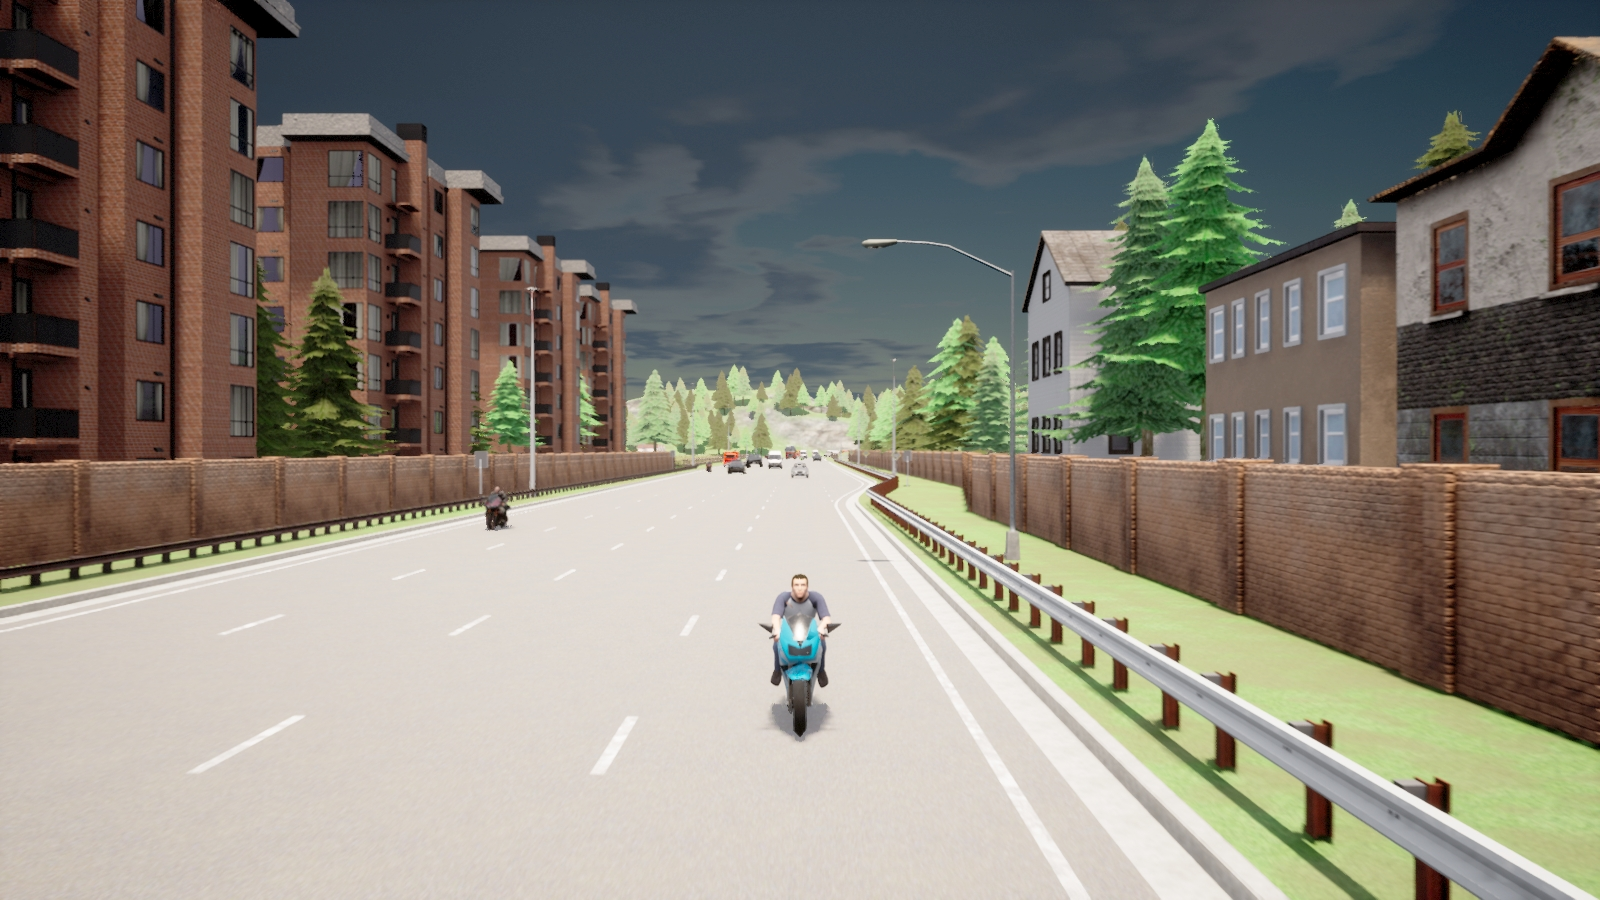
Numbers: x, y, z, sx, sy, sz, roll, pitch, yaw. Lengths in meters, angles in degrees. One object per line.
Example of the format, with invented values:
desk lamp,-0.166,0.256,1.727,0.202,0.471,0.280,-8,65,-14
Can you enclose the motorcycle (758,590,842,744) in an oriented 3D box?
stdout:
motorcycle,0.000,2.177,11.829,0.803,1.199,2.033,0,0,0

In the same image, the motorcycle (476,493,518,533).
motorcycle,-10.504,2.178,39.682,0.867,1.251,2.209,0,0,0
